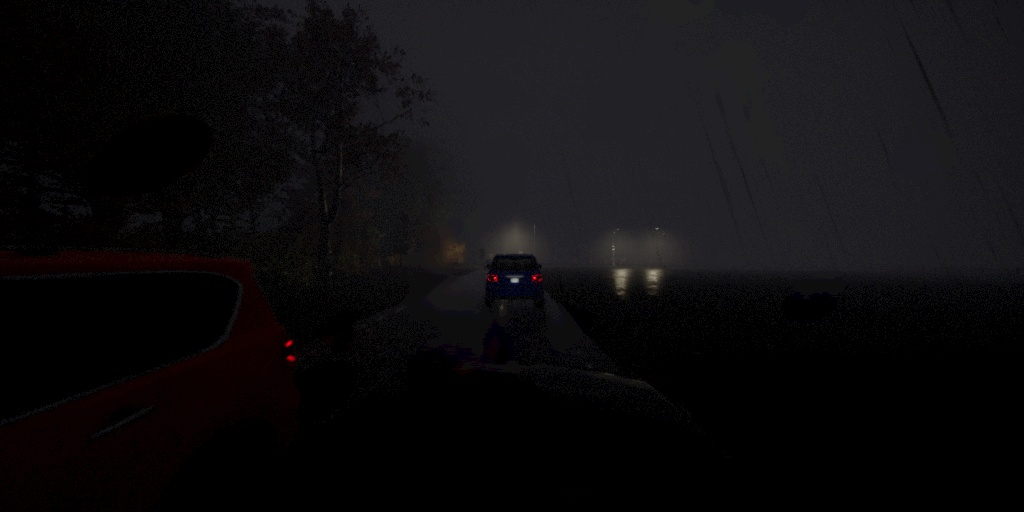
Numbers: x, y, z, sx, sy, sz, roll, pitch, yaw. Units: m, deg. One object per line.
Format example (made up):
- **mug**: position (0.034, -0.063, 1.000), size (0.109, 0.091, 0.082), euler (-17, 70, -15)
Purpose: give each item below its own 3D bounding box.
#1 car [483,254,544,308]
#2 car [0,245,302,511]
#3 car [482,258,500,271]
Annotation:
- **car**: position (0.100, 0.930, 15.081), size (2.150, 2.045, 5.566), euler (0, 0, 0)
- **car**: position (-2.750, 0.976, 0.573), size (2.150, 2.045, 5.566), euler (0, 0, 0)
- **car**: position (-2.748, 1.105, 47.808), size (2.128, 1.511, 4.902), euler (0, 0, 0)
